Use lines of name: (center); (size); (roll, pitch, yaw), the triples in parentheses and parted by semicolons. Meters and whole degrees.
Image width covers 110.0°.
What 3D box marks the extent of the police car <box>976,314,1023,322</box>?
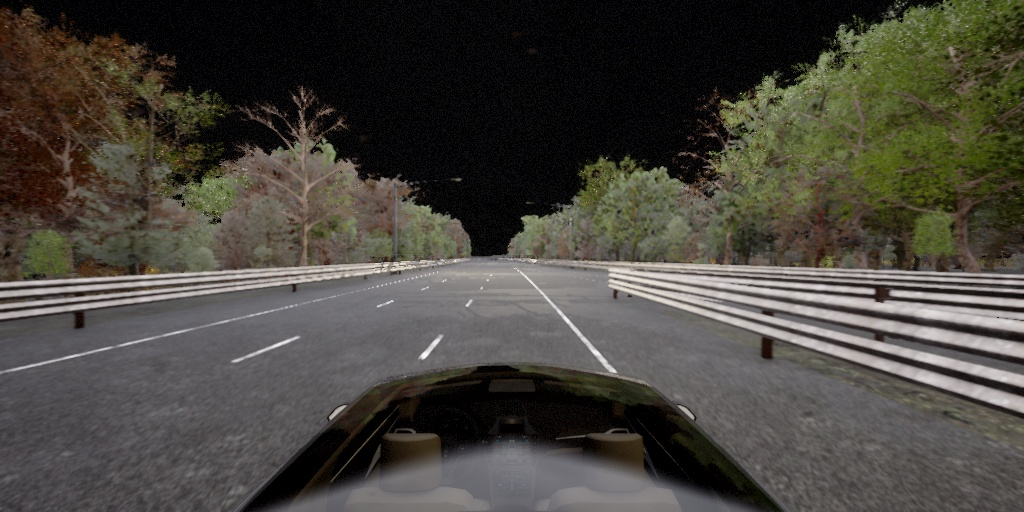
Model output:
police car: (13.619, 1.299, 7.408); (2.038, 1.542, 4.974); (0, 0, -13)
